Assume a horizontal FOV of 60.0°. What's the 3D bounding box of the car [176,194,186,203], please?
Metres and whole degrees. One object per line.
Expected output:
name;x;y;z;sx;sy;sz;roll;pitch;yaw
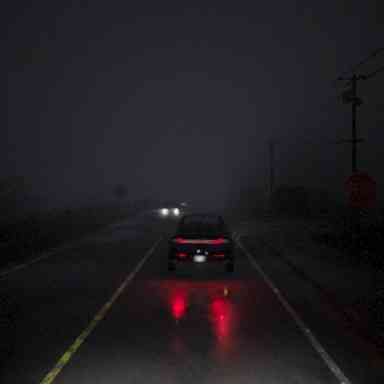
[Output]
car;-2.241;1.099;61.158;2.097;1.767;4.553;0;0;2

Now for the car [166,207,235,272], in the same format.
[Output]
car;0.355;1.445;10.679;2.128;1.511;4.902;0;0;4

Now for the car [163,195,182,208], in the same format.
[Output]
car;-2.676;1.419;43.722;1.895;1.301;4.718;0;0;1
